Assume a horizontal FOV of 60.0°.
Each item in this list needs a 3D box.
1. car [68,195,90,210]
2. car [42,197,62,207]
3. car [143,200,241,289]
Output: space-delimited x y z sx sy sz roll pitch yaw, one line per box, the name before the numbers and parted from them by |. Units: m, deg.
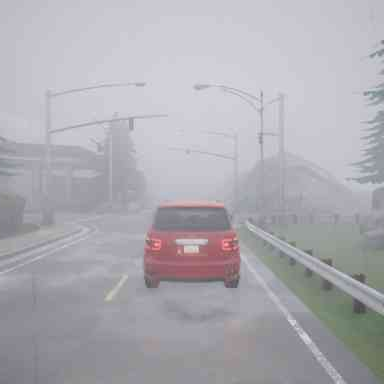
car | -14.557 1.313 43.145 1.905 1.878 3.866 0 0 -1
car | -20.267 1.480 47.419 2.242 1.667 4.611 0 0 -1
car | 0.021 1.223 9.312 2.150 2.045 5.566 0 0 1
